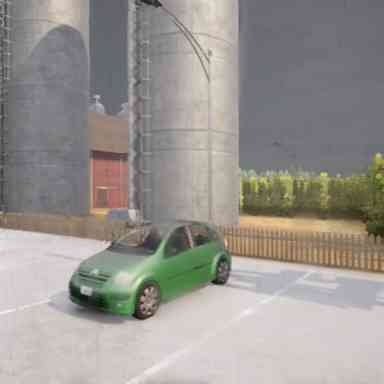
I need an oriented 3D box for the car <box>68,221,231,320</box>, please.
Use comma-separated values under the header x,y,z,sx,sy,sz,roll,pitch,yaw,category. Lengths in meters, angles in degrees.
x,y,z,sx,sy,sz,roll,pitch,yaw,category
-0.727,1.502,7.511,1.851,1.617,3.988,0,0,35,car
